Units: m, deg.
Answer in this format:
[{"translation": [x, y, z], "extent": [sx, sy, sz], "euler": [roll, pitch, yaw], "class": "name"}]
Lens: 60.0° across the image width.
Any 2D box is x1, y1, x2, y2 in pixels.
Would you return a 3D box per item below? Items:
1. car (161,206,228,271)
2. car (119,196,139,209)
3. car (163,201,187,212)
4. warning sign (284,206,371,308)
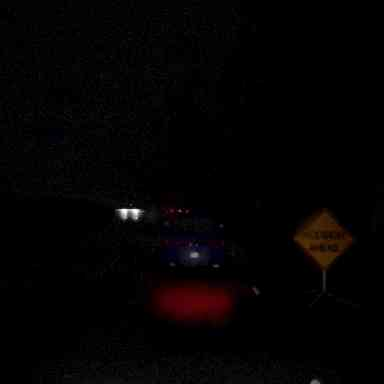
[{"translation": [0.066, 1.486, 11.161], "extent": [1.882, 1.535, 5.008], "euler": [2, 0, 0], "class": "car"}, {"translation": [-7.224, 1.186, 38.075], "extent": [1.994, 1.385, 4.181], "euler": [2, 0, -18], "class": "car"}, {"translation": [-1.310, 1.451, 27.209], "extent": [2.033, 1.411, 5.357], "euler": [2, 0, -9], "class": "car"}, {"translation": [2.677, 1.234, 6.742], "extent": [1.300, 1.860, 1.060], "euler": [1, -1, 0], "class": "warning sign"}]
